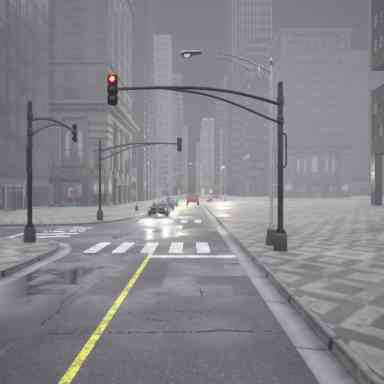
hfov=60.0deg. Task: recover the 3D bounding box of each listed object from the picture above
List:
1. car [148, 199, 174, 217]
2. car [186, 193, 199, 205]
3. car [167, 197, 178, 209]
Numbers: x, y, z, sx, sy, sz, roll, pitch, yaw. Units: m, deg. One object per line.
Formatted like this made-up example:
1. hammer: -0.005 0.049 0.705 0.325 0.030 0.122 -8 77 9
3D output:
1. car: -3.087 1.601 31.937 1.895 1.301 4.718 0 0 0
2. car: 0.126 1.232 59.014 2.150 2.045 5.566 0 0 0
3. car: -3.084 1.603 41.281 1.895 1.301 4.718 0 0 0
